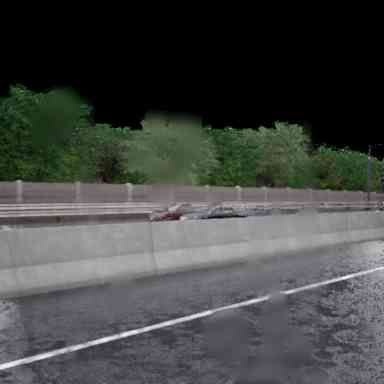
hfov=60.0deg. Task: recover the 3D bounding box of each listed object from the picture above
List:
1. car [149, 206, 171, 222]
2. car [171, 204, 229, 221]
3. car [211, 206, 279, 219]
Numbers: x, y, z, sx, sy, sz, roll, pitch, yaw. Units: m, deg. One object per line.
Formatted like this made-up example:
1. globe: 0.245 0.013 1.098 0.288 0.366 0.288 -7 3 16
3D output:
1. car: -0.969 1.635 24.807 4.674 1.442 1.812 1 0 -36
2. car: 1.415 1.605 22.207 4.902 1.511 2.128 1 0 -36
3. car: 3.500 1.678 19.395 4.181 1.385 1.994 1 0 -35
